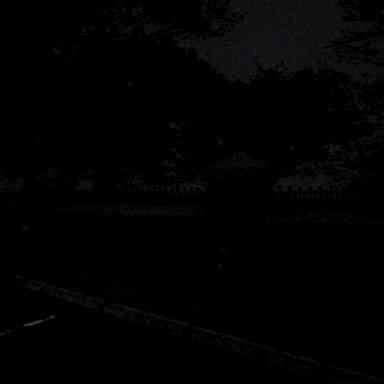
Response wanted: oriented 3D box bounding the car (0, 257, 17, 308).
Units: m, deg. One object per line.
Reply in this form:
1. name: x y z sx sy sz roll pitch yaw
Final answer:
1. car: -5.210 1.588 6.671 4.313 1.339 1.947 0 0 36
